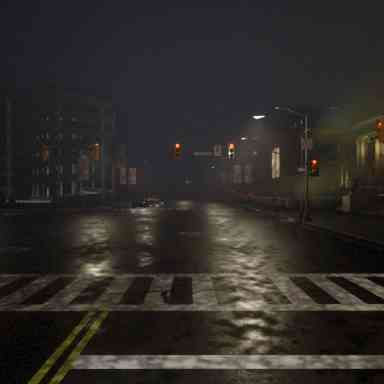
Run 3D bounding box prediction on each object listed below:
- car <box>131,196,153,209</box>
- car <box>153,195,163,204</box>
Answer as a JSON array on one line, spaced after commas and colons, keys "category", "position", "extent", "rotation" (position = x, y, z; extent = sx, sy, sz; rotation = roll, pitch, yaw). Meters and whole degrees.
[{"category": "car", "position": [-7.025, 1.547, 45.615], "extent": [2.033, 1.411, 5.357], "rotation": [0, 0, 0]}, {"category": "car", "position": [-7.010, 1.478, 61.203], "extent": [1.882, 1.535, 5.008], "rotation": [0, 1, 0]}]
